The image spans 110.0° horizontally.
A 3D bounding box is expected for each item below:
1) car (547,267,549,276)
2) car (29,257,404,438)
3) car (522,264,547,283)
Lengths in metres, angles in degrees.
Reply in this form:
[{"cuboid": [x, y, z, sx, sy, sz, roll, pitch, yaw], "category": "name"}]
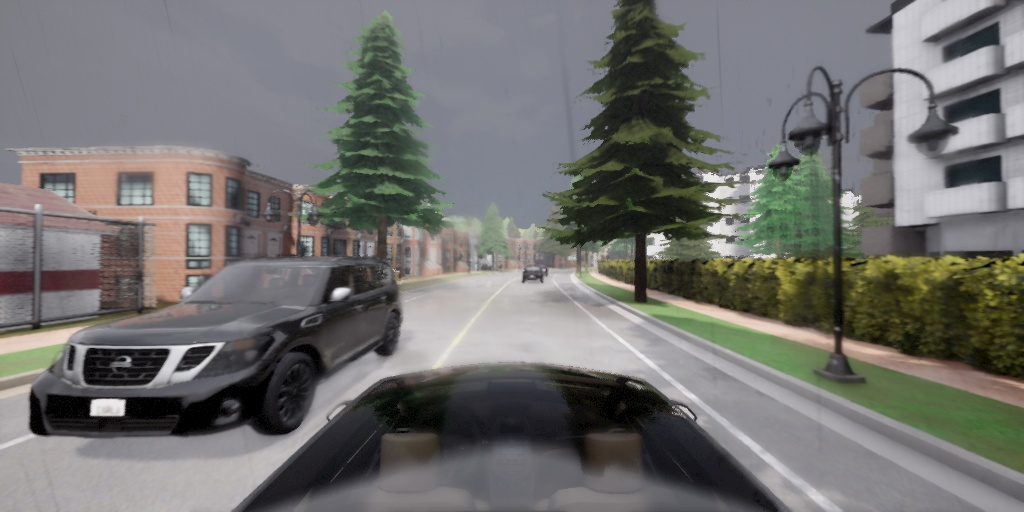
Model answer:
[{"cuboid": [3.590, 1.797, 44.949, 2.128, 1.511, 4.902, 0, -1, 9], "category": "car"}, {"cuboid": [-3.515, 1.018, 5.917, 2.150, 2.045, 5.566, 0, -1, 1], "category": "car"}, {"cuboid": [1.999, 1.631, 33.242, 1.882, 1.535, 5.008, 0, -1, 7], "category": "car"}]
